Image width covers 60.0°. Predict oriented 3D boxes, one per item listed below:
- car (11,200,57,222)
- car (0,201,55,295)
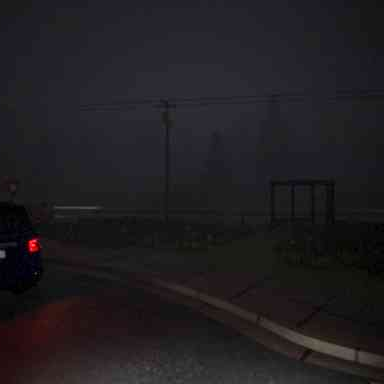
[{"bbox_3d":[-12.845,1.476,27.414,1.882,1.535,5.008,1,0,-6],"label":"car"},{"bbox_3d":[-5.611,1.222,7.582,5.566,2.045,2.150,0,0,37],"label":"car"}]
